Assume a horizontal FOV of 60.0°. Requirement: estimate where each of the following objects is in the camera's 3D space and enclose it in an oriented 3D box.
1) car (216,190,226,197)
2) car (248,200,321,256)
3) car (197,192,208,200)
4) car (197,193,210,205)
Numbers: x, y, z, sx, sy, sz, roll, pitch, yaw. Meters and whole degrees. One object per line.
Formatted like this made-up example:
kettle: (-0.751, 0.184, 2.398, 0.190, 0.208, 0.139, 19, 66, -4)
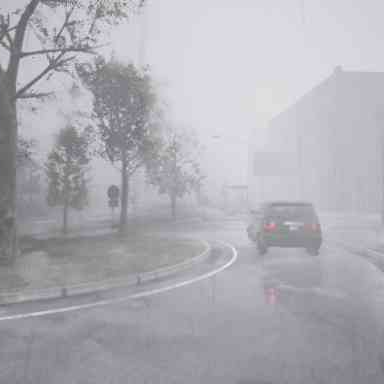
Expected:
car: (7.484, 0.667, 90.791, 2.097, 1.535, 5.008, 0, 0, 8)
car: (3.737, 1.366, 14.064, 2.150, 2.045, 5.566, 1, -1, 5)
car: (2.370, 0.875, 72.351, 2.128, 1.511, 4.902, 0, 1, 5)
car: (1.766, 1.182, 51.475, 2.128, 1.511, 4.902, 0, 1, 0)
